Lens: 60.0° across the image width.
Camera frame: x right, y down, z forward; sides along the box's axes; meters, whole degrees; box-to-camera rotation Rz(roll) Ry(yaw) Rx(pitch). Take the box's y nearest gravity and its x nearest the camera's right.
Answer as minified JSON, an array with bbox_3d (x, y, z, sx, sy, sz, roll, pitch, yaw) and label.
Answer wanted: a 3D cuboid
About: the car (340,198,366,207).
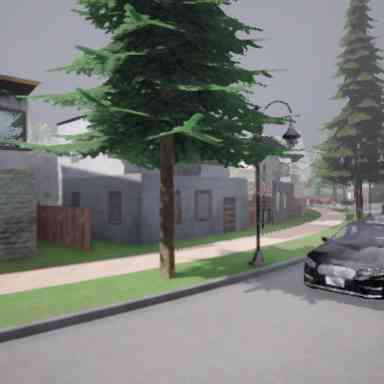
[{"bbox_3d":[26.154,1.685,54.270,1.895,1.301,4.718,0,0,-6],"label":"car"}]

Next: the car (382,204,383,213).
[{"bbox_3d":[20.000,1.535,32.555,1.837,1.490,4.892,0,-1,18],"label":"car"}]

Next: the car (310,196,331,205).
[{"bbox_3d":[24.655,1.488,64.333,2.097,1.767,4.553,0,0,-15],"label":"car"}]

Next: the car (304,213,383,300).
[{"bbox_3d":[4.560,1.504,8.302,4.902,1.511,2.128,0,0,-45],"label":"car"}]
